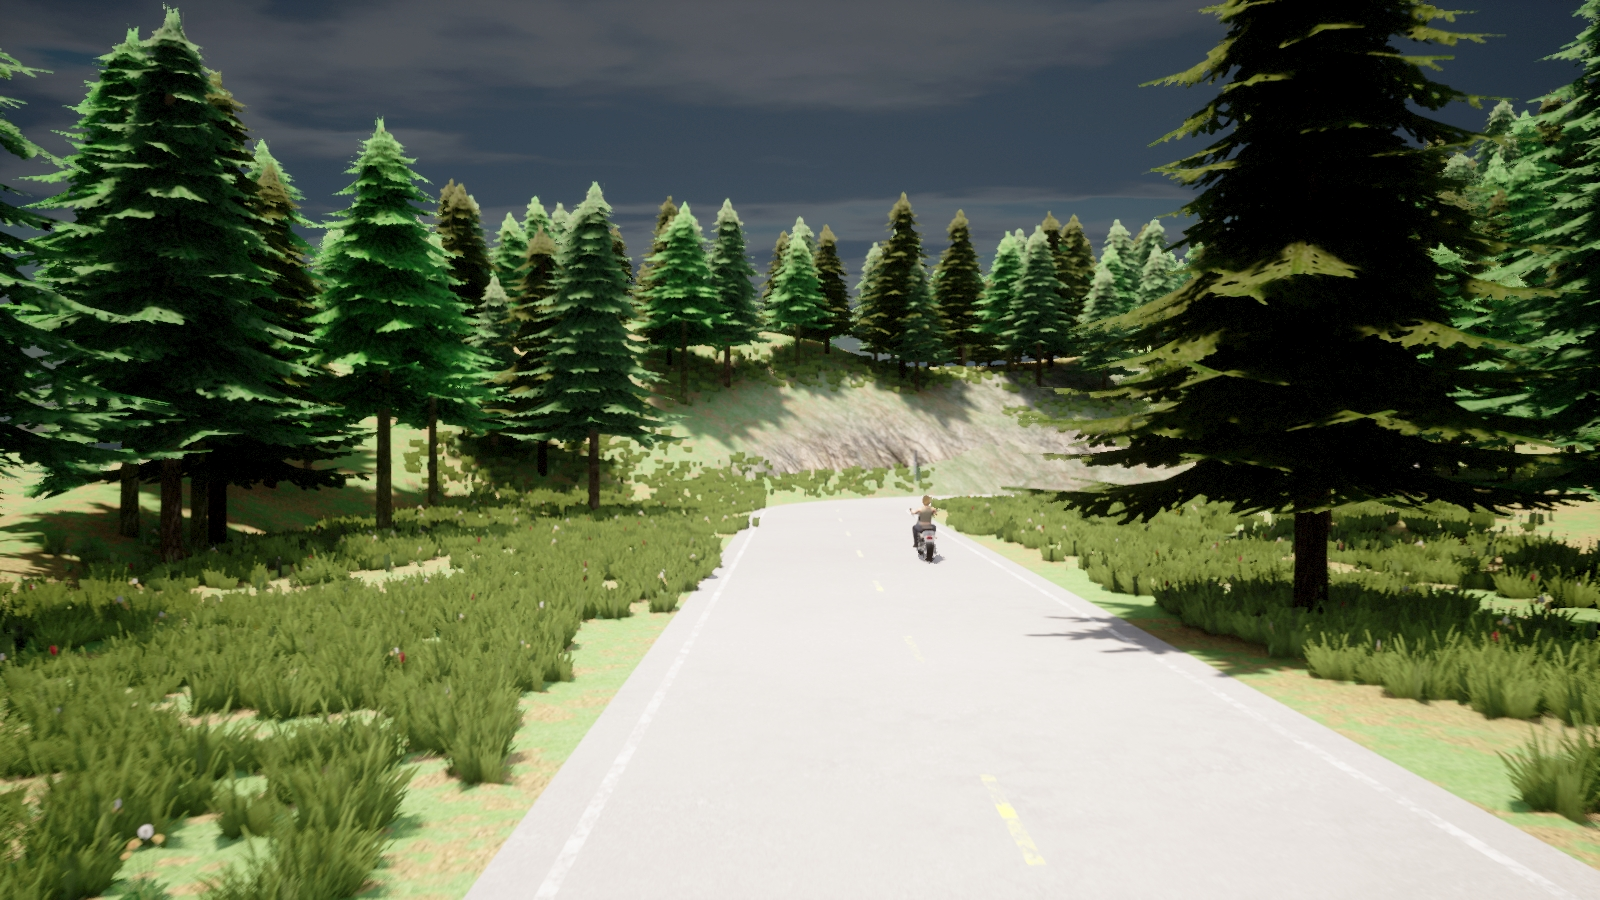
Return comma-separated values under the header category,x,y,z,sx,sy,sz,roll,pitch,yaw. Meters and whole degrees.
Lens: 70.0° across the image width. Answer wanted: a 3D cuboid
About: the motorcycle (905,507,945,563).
category,x,y,z,sx,sy,sz,roll,pitch,yaw
motorcycle,3.191,2.152,29.343,0.764,1.277,2.356,0,0,0
